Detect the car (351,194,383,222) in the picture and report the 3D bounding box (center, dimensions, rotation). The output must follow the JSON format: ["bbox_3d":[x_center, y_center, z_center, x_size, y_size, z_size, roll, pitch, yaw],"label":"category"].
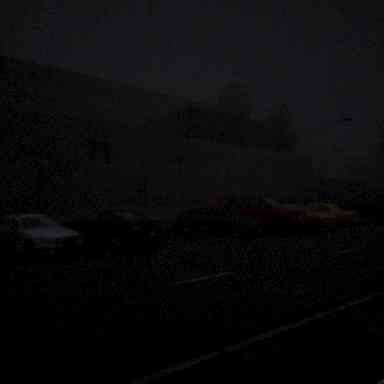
[{"bbox_3d":[13.543,1.229,26.232,5.566,2.045,2.435,-1,-1,35],"label":"car"}]

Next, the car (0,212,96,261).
[{"bbox_3d":[-5.978,1.532,12.288,4.674,1.452,2.002,-1,-1,35],"label":"car"}]

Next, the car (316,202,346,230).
[{"bbox_3d":[6.398,1.466,20.892,5.366,1.575,1.946,-1,-1,35],"label":"car"}]

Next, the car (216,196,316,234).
[{"bbox_3d":[3.823,1.223,19.246,5.566,2.045,2.435,-1,-1,34],"label":"car"}]

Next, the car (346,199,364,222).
[{"bbox_3d":[8.530,1.472,22.839,5.366,1.575,1.946,-1,-1,35],"label":"car"}]

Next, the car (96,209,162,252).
[{"bbox_3d":[-3.530,1.488,14.021,5.008,1.535,2.097,-1,0,35],"label":"car"}]

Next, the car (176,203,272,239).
[{"bbox_3d":[1.381,1.506,17.498,4.792,1.488,2.163,-1,-1,34],"label":"car"}]
